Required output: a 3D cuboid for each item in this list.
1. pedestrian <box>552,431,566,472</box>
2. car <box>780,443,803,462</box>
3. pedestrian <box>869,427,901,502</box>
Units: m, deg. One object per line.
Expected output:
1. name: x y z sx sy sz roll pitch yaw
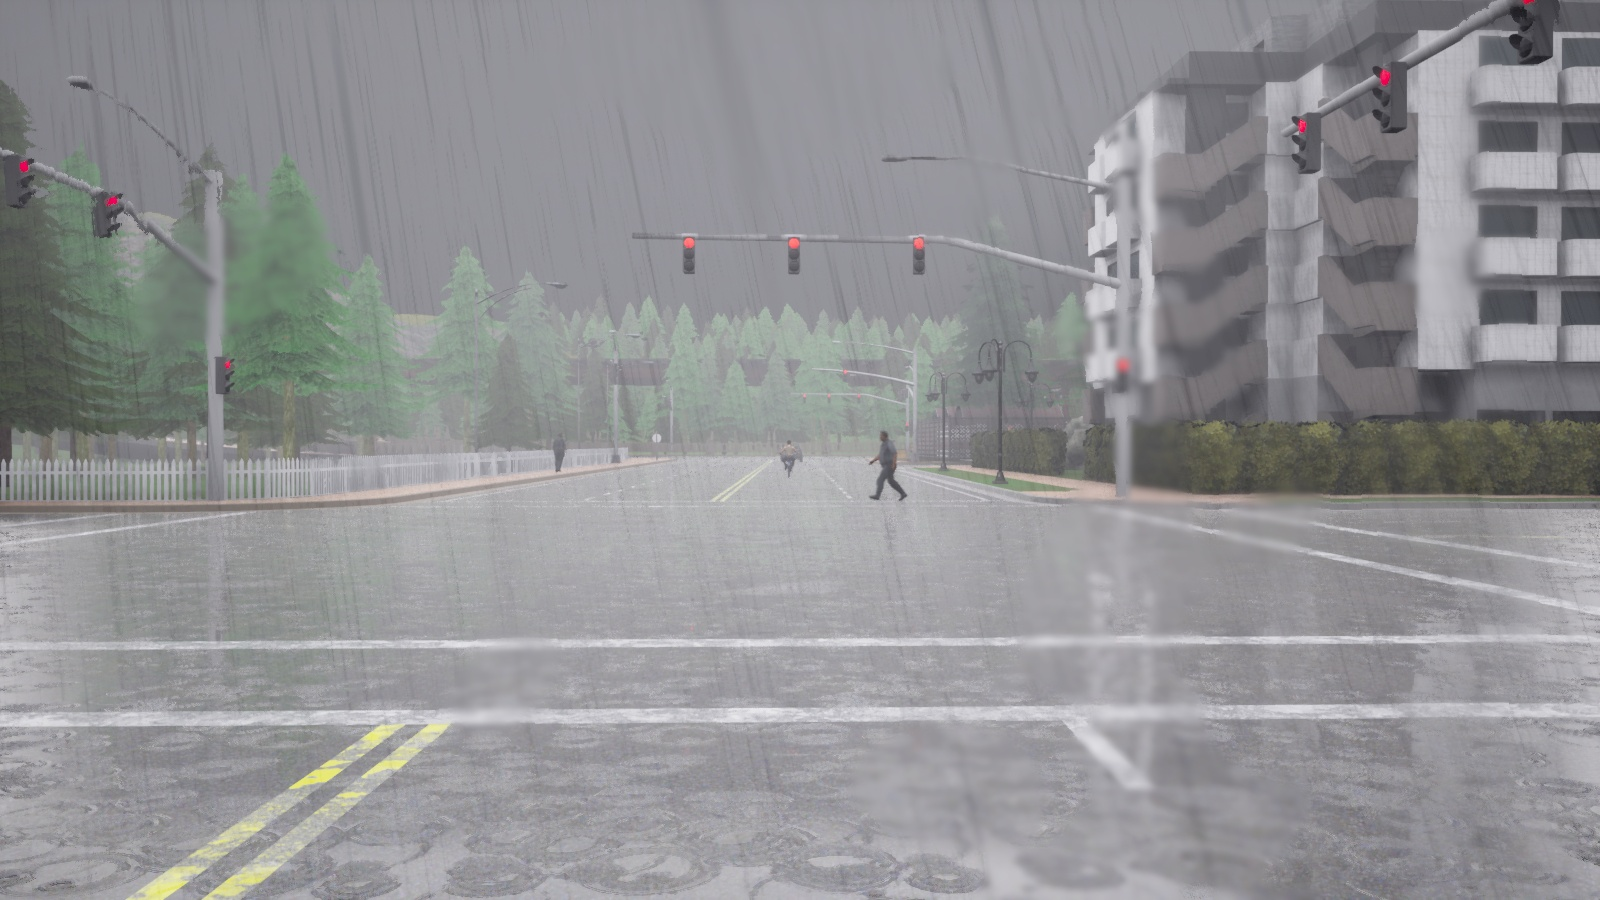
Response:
1. pedestrian: -10.993 0.073 57.330 0.540 1.848 0.694 0 0 -2
2. car: -0.661 0.199 99.295 1.816 1.474 4.193 0 0 0
3. pedestrian: 2.127 0.359 31.518 0.694 1.848 0.540 0 0 -9
